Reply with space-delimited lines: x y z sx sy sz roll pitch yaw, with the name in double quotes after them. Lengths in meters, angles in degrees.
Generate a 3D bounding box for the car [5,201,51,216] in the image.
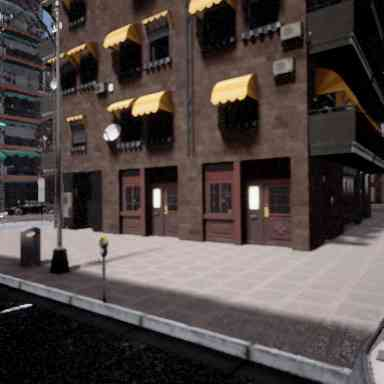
-16.616 1.615 33.882 1.947 1.339 4.313 0 1 35 "car"

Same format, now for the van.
2.584 1.324 1.032 3.998 1.788 1.690 -1 -1 36 "van"
